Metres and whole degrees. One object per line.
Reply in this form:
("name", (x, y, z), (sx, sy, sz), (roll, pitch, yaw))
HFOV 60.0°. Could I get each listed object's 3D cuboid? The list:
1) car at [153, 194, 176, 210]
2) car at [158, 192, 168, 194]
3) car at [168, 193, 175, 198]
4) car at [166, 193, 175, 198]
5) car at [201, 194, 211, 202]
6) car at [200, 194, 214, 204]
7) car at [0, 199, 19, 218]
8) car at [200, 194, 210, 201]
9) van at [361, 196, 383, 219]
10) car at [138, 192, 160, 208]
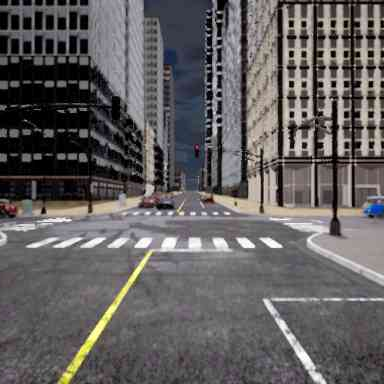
("car", (-2.997, 1.309, 38.345), (1.994, 1.385, 4.181), (0, 1, 0))
("car", (-5.668, 0.931, 53.613), (2.192, 1.841, 5.009), (1, 0, 0))
("car", (-5.669, 0.882, 92.639), (1.887, 1.381, 4.507), (1, 0, 0))
("car", (-5.670, 0.928, 87.064), (2.008, 1.369, 4.403), (1, 0, 0))
("car", (2.710, 1.059, 65.001), (1.752, 1.417, 4.829), (1, 0, 0))
("car", (2.707, 1.197, 53.676), (1.802, 1.307, 4.206), (1, 0, 0))
("car", (-16.489, 1.304, 27.045), (4.097, 1.590, 1.967), (0, -1, 0))
("car", (2.709, 1.061, 70.408), (1.947, 1.339, 4.313), (1, 0, 0))
("van", (15.985, 1.259, 26.971), (3.998, 1.788, 1.690), (0, -1, 0))
("car", (-5.671, 1.135, 42.463), (1.967, 1.590, 4.097), (1, 0, 0))
